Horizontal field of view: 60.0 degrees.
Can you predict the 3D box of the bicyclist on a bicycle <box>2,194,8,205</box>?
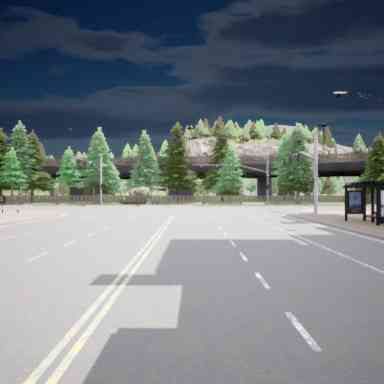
[{"bbox_3d":[-29.457,1.218,52.322,0.582,1.620,1.656,0,0,1],"label":"bicyclist on a bicycle"}]
